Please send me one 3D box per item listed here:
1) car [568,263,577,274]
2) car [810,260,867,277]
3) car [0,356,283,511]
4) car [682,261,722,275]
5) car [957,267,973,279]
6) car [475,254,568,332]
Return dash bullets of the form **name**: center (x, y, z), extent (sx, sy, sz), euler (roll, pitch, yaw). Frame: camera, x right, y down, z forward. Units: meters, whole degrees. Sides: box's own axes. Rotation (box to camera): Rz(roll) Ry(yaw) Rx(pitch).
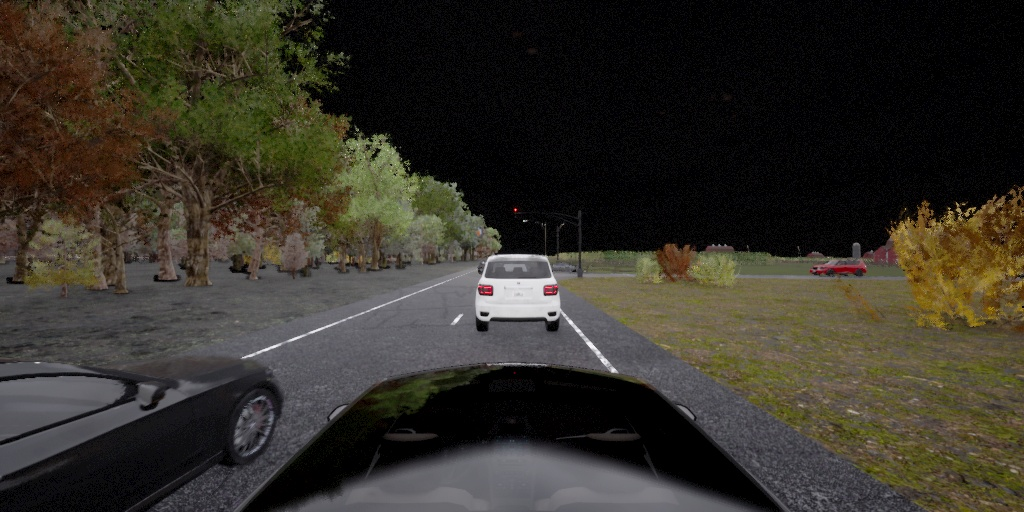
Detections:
- **car**: center (6.096, 1.475, 45.350), extent (4.181, 1.385, 1.994), euler (0, -1, 28)
- **car**: center (38.849, 1.449, 42.748), extent (5.566, 2.045, 2.150), euler (0, -1, 0)
- **car**: center (-3.401, 1.276, 1.943), extent (1.812, 1.442, 4.674), euler (0, 0, 0)
- **car**: center (22.617, 1.406, 42.859), extent (4.553, 1.767, 2.097), euler (1, -1, 0)
- **car**: center (49.014, 1.847, 39.081), extent (4.181, 1.385, 1.994), euler (1, -1, 0)
- **car**: center (0.128, 0.974, 11.050), extent (2.150, 2.045, 5.566), euler (0, 0, -1)
